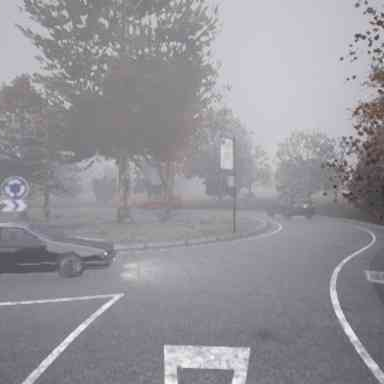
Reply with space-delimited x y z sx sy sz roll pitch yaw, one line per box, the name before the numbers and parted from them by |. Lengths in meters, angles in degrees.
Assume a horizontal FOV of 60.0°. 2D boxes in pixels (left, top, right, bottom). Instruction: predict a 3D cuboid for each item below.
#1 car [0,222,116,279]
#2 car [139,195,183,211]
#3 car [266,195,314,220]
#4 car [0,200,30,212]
car | -4.913 1.575 9.297 5.357 1.411 2.033 0 0 -7
car | -3.865 1.343 41.664 5.566 2.045 2.150 1 0 14
car | 8.511 1.315 29.226 2.150 2.045 5.566 1 0 -11
car | -20.259 1.360 36.210 2.097 1.767 4.553 0 1 44
